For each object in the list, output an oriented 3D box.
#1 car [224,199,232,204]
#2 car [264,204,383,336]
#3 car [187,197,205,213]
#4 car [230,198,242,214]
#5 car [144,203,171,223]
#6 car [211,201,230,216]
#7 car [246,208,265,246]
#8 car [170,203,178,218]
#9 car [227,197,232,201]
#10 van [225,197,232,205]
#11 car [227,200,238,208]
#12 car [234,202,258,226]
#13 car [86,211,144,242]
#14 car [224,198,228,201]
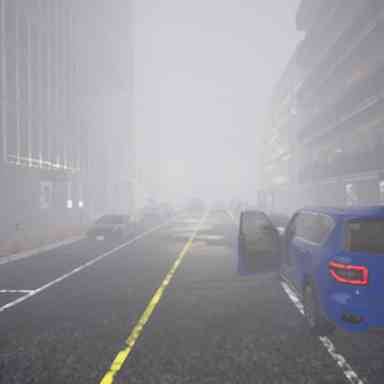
[{"bbox_3d":[9.685,2.580,90.554,1.947,1.339,4.313,-1,-1,4],"label":"car"},{"bbox_3d":[3.063,1.265,6.837,2.150,2.045,5.566,-1,-1,4],"label":"car"},{"bbox_3d":[0.568,1.760,45.456,2.150,2.045,5.566,-1,-1,4],"label":"car"},{"bbox_3d":[5.856,1.854,39.865,1.967,1.590,4.097,-1,-1,4],"label":"car"},{"bbox_3d":[-3.348,1.947,29.229,2.008,1.369,4.403,-1,-1,4],"label":"car"},{"bbox_3d":[3.169,2.035,38.791,1.895,1.301,4.718,-1,-1,5],"label":"car"},{"bbox_3d":[4.158,1.723,17.336,1.947,1.339,4.313,-1,-1,4],"label":"car"},{"bbox_3d":[-2.925,1.901,34.864,1.967,1.590,4.097,-1,-1,4],"label":"car"},{"bbox_3d":[6.706,1.859,51.132,2.192,1.841,5.009,-1,-1,4],"label":"car"},{"bbox_3d":[9.256,2.287,84.924,1.690,1.788,3.998,-1,-1,4],"label":"van"},{"bbox_3d":[7.559,2.256,62.393,1.802,1.307,4.206,-1,-1,4],"label":"car"},{"bbox_3d":[5.008,1.835,28.601,2.008,1.369,4.403,-1,-1,4],"label":"car"},{"bbox_3d":[-4.199,1.835,17.965,1.947,1.339,4.313,-1,-1,4],"label":"car"},{"bbox_3d":[3.845,2.030,48.952,1.882,1.535,5.008,-1,-1,4],"label":"car"}]
